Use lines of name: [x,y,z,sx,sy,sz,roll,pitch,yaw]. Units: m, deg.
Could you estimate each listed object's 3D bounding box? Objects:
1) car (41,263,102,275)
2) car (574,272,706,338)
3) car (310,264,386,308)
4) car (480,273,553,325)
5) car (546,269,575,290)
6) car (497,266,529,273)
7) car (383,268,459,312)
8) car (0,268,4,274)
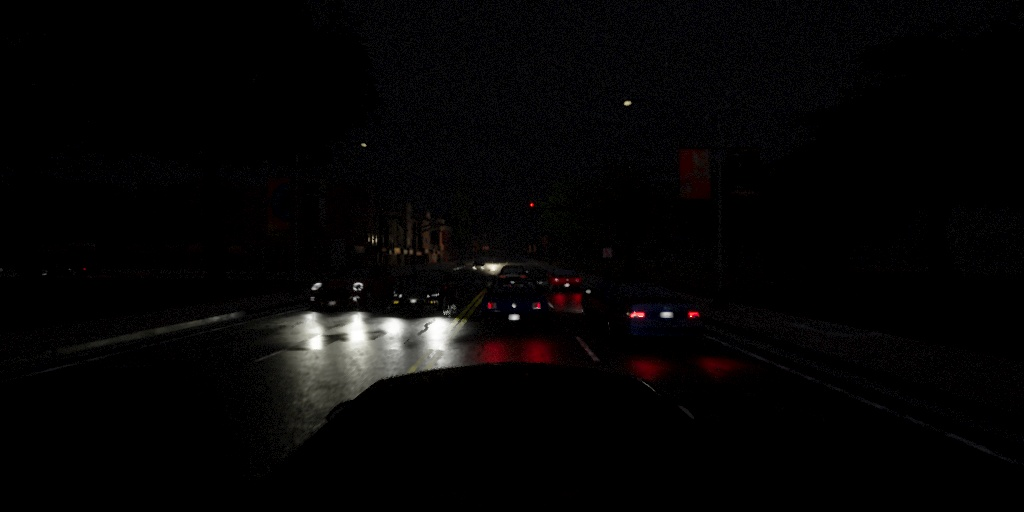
car: [-45.930,1.346,37.256,4.718,1.301,1.895,0,-1,0]
car: [3.315,1.320,10.168,2.033,1.411,5.357,0,0,0]
car: [-6.587,1.164,15.406,2.097,1.767,4.553,0,0,0]
car: [0.075,1.385,11.874,1.895,1.301,4.718,0,-1,0]
car: [3.303,1.493,23.716,1.895,1.301,4.718,0,-1,0]
car: [0.052,1.366,23.290,1.882,1.535,5.008,0,-1,0]
car: [-3.339,1.312,14.581,1.837,1.490,4.892,0,-1,0]
car: [-52.603,1.235,34.485,5.357,1.411,2.033,0,-1,0]
